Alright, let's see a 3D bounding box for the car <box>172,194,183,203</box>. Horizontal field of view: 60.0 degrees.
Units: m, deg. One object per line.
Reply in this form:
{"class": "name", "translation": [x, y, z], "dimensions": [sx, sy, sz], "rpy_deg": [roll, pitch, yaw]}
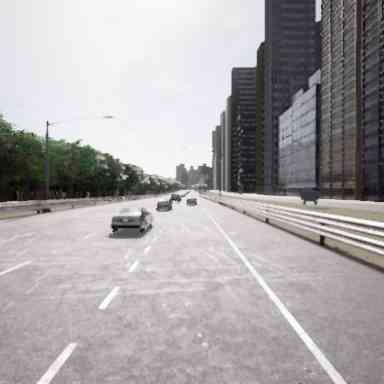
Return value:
{"class": "car", "translation": [-3.775, 1.374, 76.662], "dimensions": [2.150, 2.045, 5.566], "rpy_deg": [0, 0, 0]}

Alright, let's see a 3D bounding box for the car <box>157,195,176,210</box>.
{"class": "car", "translation": [-3.586, 1.548, 44.076], "dimensions": [2.128, 1.511, 4.902], "rpy_deg": [0, 0, 0]}

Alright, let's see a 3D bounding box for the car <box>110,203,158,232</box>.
{"class": "car", "translation": [-3.514, 1.560, 20.070], "dimensions": [2.033, 1.411, 5.357], "rpy_deg": [0, 0, 0]}

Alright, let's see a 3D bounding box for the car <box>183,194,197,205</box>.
{"class": "car", "translation": [-0.080, 1.596, 62.995], "dimensions": [2.128, 1.511, 4.902], "rpy_deg": [0, 0, 0]}
